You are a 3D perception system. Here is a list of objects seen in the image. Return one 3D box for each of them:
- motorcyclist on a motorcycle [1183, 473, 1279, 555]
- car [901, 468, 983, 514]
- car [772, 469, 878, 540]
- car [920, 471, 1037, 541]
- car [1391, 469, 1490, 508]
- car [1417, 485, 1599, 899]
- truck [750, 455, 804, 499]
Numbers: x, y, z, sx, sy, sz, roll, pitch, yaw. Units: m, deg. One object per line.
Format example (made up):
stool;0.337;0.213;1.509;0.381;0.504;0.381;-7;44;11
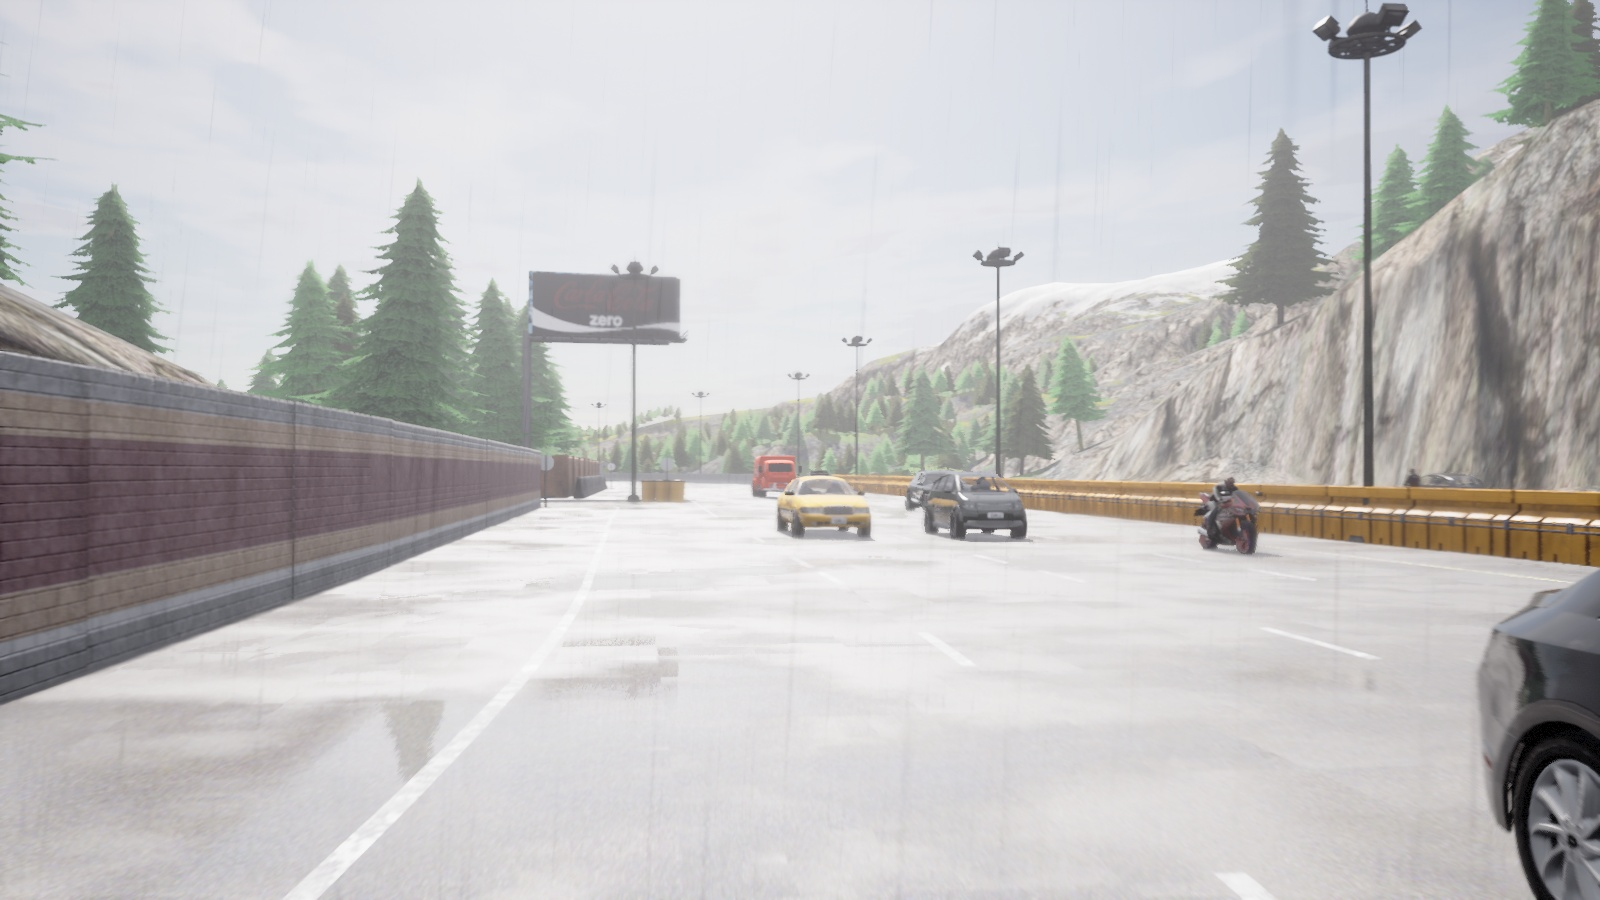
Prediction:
motorcyclist on a motorcycle;8.435;1.226;24.692;0.866;1.530;2.191;0;-1;-8
car;5.342;1.522;47.834;2.033;1.649;4.856;0;-1;-7
car;0.514;1.269;30.942;1.801;1.575;5.366;0;-1;-8
car;4.180;1.277;29.973;1.789;1.549;3.705;0;-1;-8
car;26.076;1.537;51.255;1.789;1.549;3.705;0;-1;-7
car;3.494;0.849;2.687;1.837;1.490;4.892;0;-1;-1
truck;-1.405;1.575;73.855;2.627;2.467;5.204;0;-1;-7
